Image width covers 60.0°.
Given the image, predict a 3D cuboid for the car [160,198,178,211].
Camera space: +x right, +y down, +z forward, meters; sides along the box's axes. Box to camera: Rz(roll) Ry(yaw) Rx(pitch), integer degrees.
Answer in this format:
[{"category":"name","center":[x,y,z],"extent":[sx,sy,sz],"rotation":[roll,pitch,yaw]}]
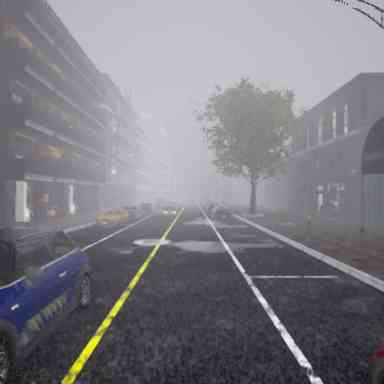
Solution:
[{"category":"car","center":[-3.077,2.017,48.377],"extent":[2.033,1.411,5.357],"rotation":[0,-1,0]}]

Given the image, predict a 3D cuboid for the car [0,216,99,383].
[{"category":"car","center":[-3.101,1.399,4.894],"extent":[2.097,1.767,4.553],"rotation":[0,-1,0]}]

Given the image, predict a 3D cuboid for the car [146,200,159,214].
[{"category":"car","center":[-5.692,1.964,41.484],"extent":[1.947,1.339,4.313],"rotation":[0,-1,0]}]

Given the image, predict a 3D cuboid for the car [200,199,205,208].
[{"category":"car","center":[2.689,2.098,52.874],"extent":[1.802,1.307,4.206],"rotation":[0,-1,0]}]

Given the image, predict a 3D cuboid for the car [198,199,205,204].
[{"category":"car","center":[2.690,2.539,92.750],"extent":[1.802,1.307,4.206],"rotation":[0,-1,0]}]

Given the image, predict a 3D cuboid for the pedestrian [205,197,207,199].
[{"category":"pedestrian","center":[3.003,2.025,72.762],"extent":[0.375,1.860,0.375],"rotation":[0,0,0]}]

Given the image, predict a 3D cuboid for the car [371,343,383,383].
[{"category":"car","center":[2.688,1.456,1.609],"extent":[1.967,1.590,4.097],"rotation":[0,-1,0]}]

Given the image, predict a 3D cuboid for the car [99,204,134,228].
[{"category":"car","center":[-5.692,1.754,24.226],"extent":[1.752,1.417,4.829],"rotation":[0,-1,0]}]

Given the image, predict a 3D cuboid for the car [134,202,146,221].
[{"category":"car","center":[-5.692,1.830,30.093],"extent":[1.887,1.381,4.507],"rotation":[0,-1,0]}]

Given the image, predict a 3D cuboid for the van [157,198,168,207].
[{"category":"van","center":[-5.692,1.981,64.273],"extent":[1.690,1.788,3.998],"rotation":[0,-1,0]}]

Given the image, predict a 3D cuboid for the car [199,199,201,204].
[{"category":"car","center":[2.689,2.122,58.572],"extent":[1.887,1.381,4.507],"rotation":[0,-1,0]}]

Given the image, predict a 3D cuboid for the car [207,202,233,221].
[{"category":"car","center":[2.689,1.835,30.090],"extent":[2.008,1.369,4.403],"rotation":[0,-1,0]}]

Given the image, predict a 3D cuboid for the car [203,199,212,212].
[{"category":"car","center":[2.689,1.943,41.482],"extent":[1.887,1.381,4.507],"rotation":[0,-1,0]}]

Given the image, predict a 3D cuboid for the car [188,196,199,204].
[{"category":"car","center":[0.003,2.221,83.393],"extent":[2.128,1.511,4.902],"rotation":[0,-1,0]}]

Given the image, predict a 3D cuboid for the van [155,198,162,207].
[{"category":"van","center":[-5.693,1.919,58.577],"extent":[1.690,1.788,3.998],"rotation":[0,-1,0]}]

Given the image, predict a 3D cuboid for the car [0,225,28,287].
[{"category":"car","center":[-5.692,1.620,7.306],"extent":[2.008,1.369,4.403],"rotation":[0,-1,0]}]
